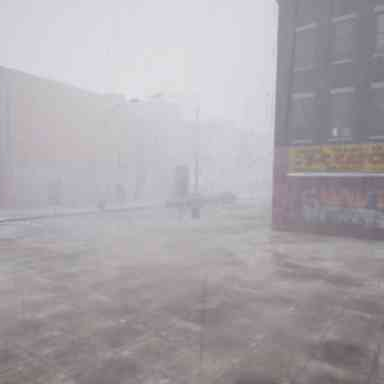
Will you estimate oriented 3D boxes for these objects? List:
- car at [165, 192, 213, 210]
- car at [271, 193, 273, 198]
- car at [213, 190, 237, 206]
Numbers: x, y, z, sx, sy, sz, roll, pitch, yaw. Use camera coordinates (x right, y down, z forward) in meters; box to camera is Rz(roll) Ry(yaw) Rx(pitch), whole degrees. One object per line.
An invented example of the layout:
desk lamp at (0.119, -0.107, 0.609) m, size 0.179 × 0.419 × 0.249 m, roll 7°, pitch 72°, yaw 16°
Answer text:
car at (-0.435, 0.684, 28.336) m, size 1.947 × 1.339 × 4.313 m, roll 4°, pitch 4°, yaw 36°
car at (12.488, 0.182, 46.293) m, size 1.802 × 1.307 × 4.206 m, roll 4°, pitch 4°, yaw 36°
car at (2.796, 0.533, 32.824) m, size 1.887 × 1.381 × 4.507 m, roll 4°, pitch 4°, yaw 36°
